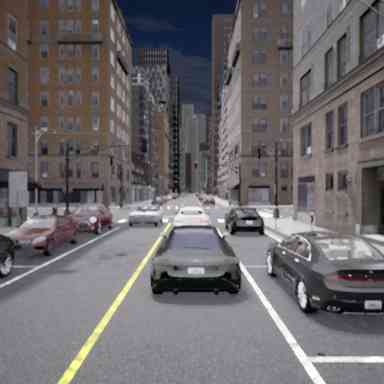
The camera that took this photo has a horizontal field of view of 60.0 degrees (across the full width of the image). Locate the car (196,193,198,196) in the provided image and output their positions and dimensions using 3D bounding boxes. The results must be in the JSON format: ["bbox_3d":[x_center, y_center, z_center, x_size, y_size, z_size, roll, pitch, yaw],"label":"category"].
[{"bbox_3d":[2.821,1.356,87.952,1.967,1.590,4.097,0,0,0],"label":"car"}]

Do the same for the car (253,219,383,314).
[{"bbox_3d":[2.845,1.533,7.406,2.008,1.369,4.403,0,0,0],"label":"car"}]

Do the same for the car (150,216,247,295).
[{"bbox_3d":[0.069,1.544,8.697,1.994,1.385,4.181,0,0,0],"label":"car"}]

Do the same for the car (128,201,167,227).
[{"bbox_3d":[-3.032,1.550,22.535,1.895,1.301,4.718,0,0,0],"label":"car"}]

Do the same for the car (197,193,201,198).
[{"bbox_3d":[2.817,1.344,77.134,1.967,1.590,4.097,0,0,0],"label":"car"}]

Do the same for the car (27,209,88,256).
[{"bbox_3d":[-5.688,1.551,12.895,1.802,1.307,4.206,0,0,0],"label":"car"}]

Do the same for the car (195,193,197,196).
[{"bbox_3d":[2.822,1.240,93.362,2.192,1.841,5.009,0,0,0],"label":"car"}]

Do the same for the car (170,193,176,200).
[{"bbox_3d":[-5.705,1.434,82.372,1.752,1.417,4.829,0,0,0],"label":"car"}]

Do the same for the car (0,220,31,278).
[{"bbox_3d":[-5.680,1.548,7.394,1.947,1.339,4.313,0,0,0],"label":"car"}]

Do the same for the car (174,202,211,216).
[{"bbox_3d":[0.009,1.485,17.624,1.812,1.442,4.674,0,0,1],"label":"car"}]

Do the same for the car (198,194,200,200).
[{"bbox_3d":[2.814,1.452,66.317,2.008,1.369,4.403,0,0,0],"label":"car"}]

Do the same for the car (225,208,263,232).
[{"bbox_3d":[2.829,1.523,18.409,1.947,1.339,4.313,0,0,0],"label":"car"}]

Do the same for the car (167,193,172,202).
[{"bbox_3d":[-5.711,1.452,66.316,2.008,1.369,4.403,0,0,0],"label":"car"}]

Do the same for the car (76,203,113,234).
[{"bbox_3d":[-5.696,1.397,18.397,1.967,1.590,4.097,0,0,0],"label":"car"}]

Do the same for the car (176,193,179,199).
[{"bbox_3d":[-5.702,1.239,93.360,2.192,1.841,5.009,0,0,0],"label":"car"}]

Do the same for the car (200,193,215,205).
[{"bbox_3d":[2.809,1.347,55.499,1.967,1.590,4.097,0,0,0],"label":"car"}]

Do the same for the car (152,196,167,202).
[{"bbox_3d":[-5.715,1.488,55.500,1.802,1.307,4.206,0,0,0],"label":"car"}]
